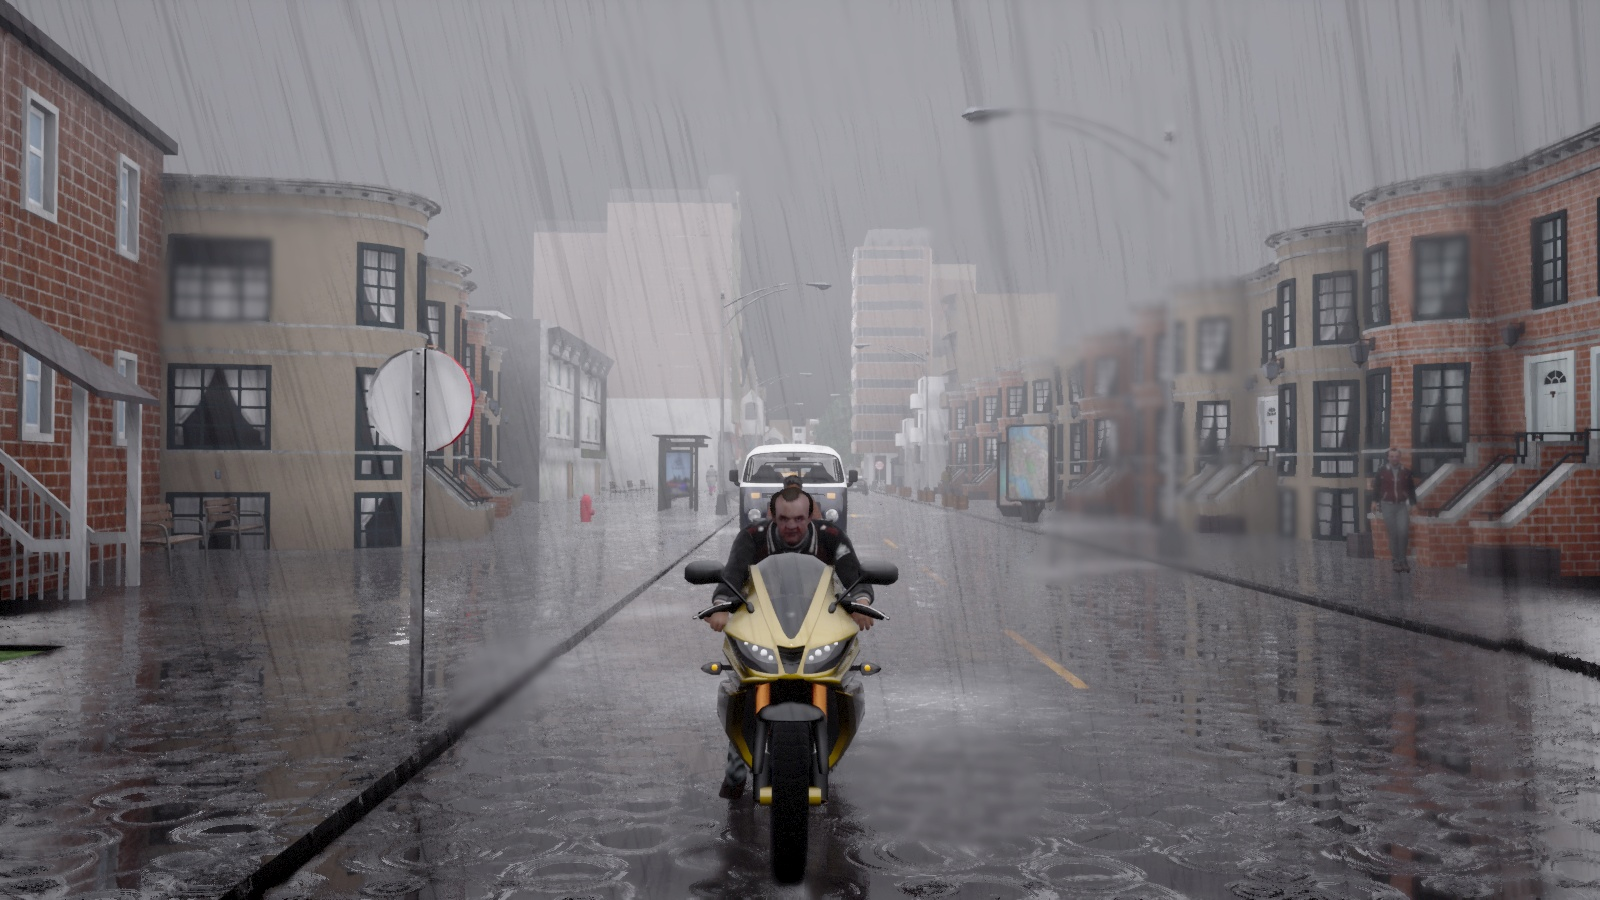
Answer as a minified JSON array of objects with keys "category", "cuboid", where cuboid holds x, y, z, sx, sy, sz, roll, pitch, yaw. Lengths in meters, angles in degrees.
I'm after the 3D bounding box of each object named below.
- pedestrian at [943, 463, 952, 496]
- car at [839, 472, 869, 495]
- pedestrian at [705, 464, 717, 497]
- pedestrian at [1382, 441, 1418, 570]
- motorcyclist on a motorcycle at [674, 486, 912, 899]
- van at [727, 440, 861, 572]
[{"category":"pedestrian","cuboid":[8.247,1.665,70.069,0.431,1.840,0.709,0,-1,1]},{"category":"car","cuboid":[3.588,2.242,84.564,1.812,1.442,4.674,0,-1,0]},{"category":"pedestrian","cuboid":[-5.236,1.788,74.199,0.659,1.952,0.873,0,-1,-2]},{"category":"pedestrian","cuboid":[8.797,0.798,18.423,0.376,1.854,0.720,-1,-1,19]},{"category":"motorcyclist on a motorcycle","cuboid":[-0.032,0.945,5.682,0.866,1.530,2.191,0,-1,0]},{"category":"van","cuboid":[-0.106,0.902,21.712,2.069,2.038,4.480,0,-1,0]}]
